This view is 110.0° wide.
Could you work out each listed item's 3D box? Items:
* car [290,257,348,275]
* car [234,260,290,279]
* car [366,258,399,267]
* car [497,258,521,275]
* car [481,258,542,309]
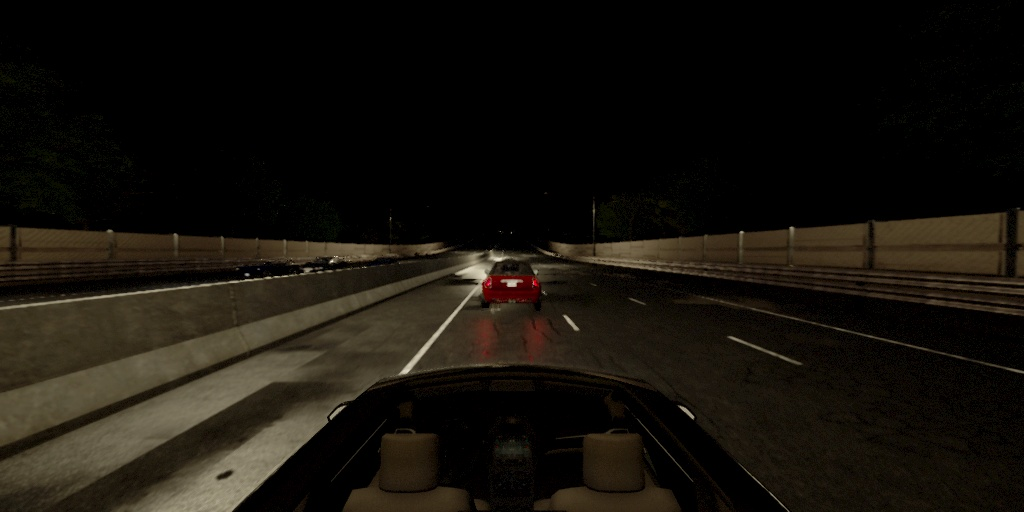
[{"bbox_3d":[-14.379,0.833,27.603,2.128,1.511,4.902,0,0,-1],"label":"car"},{"bbox_3d":[-17.868,0.933,26.391,1.895,1.301,4.718,0,1,-1],"label":"car"},{"bbox_3d":[-10.915,0.855,30.587,1.812,1.442,4.674,0,0,-1],"label":"car"},{"bbox_3d":[-0.273,0.906,33.924,2.033,1.411,5.357,0,1,-1],"label":"car"},{"bbox_3d":[-0.028,0.934,14.029,2.097,1.767,4.553,0,1,-1],"label":"car"}]
